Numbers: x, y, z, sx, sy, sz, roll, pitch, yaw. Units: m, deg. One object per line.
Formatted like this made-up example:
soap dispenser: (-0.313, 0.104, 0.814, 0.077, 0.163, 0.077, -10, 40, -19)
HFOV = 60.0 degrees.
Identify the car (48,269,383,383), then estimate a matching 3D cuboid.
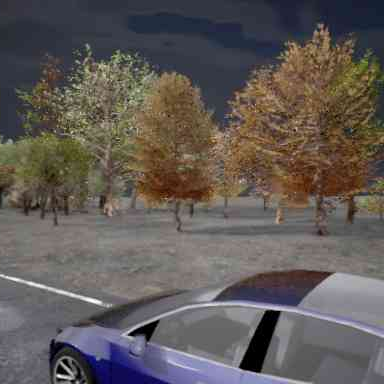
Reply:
car: (0.668, 1.510, 3.089, 4.792, 1.488, 2.163, 0, 0, 35)
